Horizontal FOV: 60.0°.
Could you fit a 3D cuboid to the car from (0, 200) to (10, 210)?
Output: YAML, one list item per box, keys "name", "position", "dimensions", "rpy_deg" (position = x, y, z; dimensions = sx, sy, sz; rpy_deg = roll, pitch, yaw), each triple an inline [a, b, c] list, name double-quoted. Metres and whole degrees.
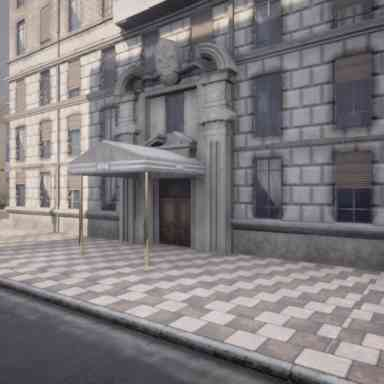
- name: "car"
  position: [-24.060, 1.601, 40.470]
  dimensions: [1.895, 1.301, 4.718]
  rpy_deg: [0, 0, 35]
